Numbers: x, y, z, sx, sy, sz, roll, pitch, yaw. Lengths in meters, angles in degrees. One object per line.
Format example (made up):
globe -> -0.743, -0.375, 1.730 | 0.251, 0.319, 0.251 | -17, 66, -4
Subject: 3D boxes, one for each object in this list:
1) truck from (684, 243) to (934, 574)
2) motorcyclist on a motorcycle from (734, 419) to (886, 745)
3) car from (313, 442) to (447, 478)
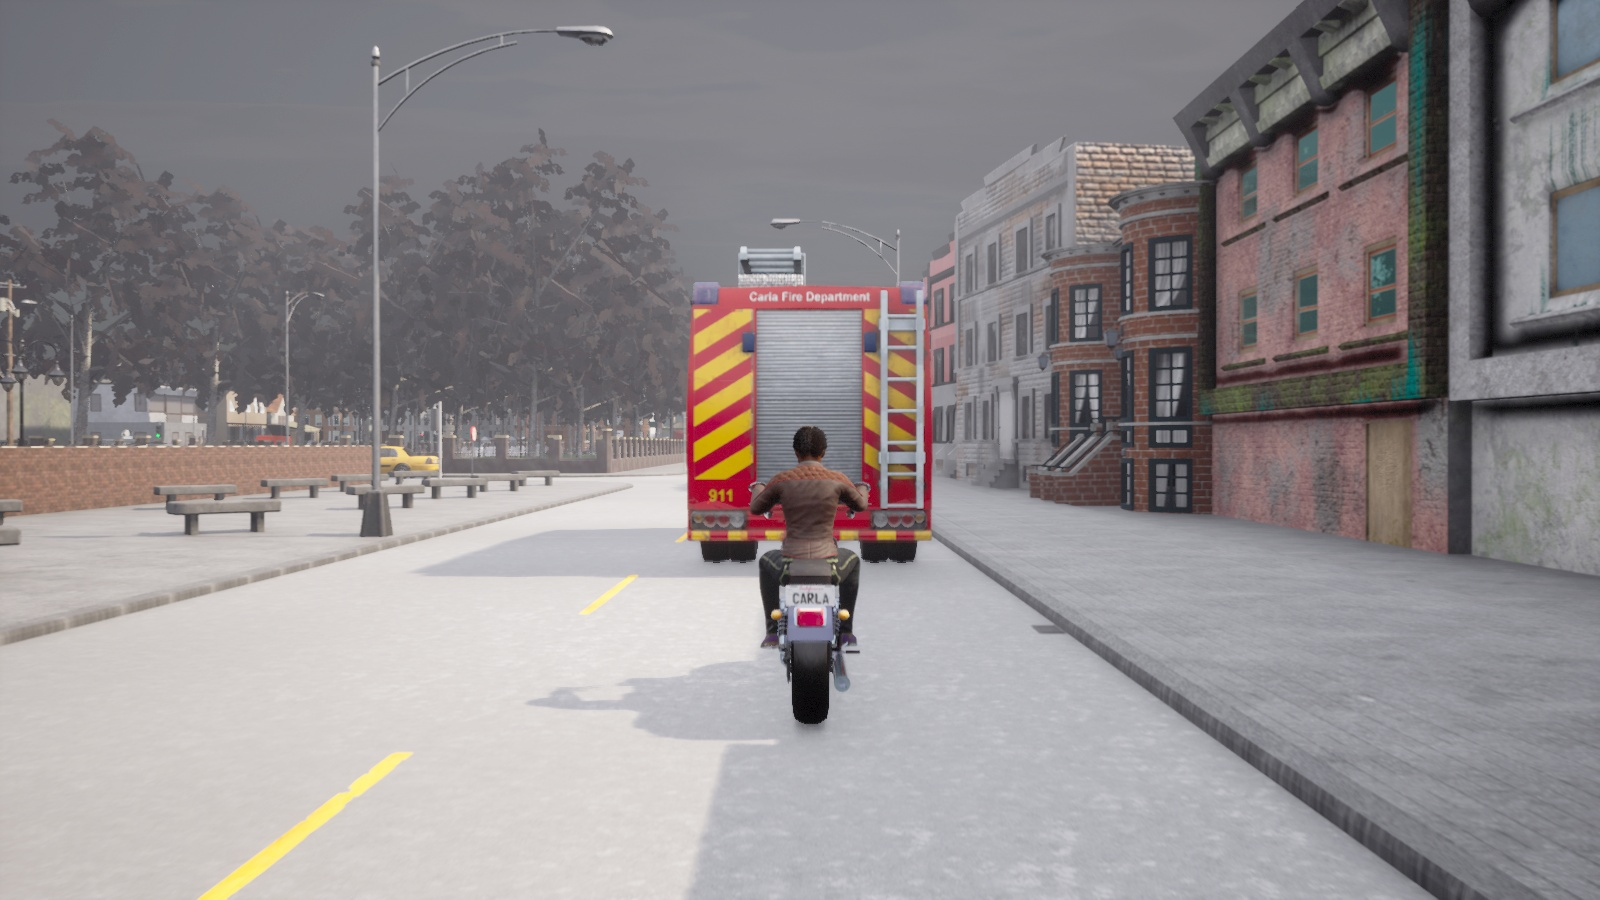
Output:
truck -> 0.123, -0.494, 18.785 | 2.891, 3.827, 8.468 | 0, 0, 0
motorcyclist on a motorcycle -> 0.058, 0.667, 7.537 | 0.766, 1.649, 2.350 | 0, 0, 0
car -> -18.591, 0.444, 55.770 | 5.366, 1.575, 1.801 | 0, 0, -2
